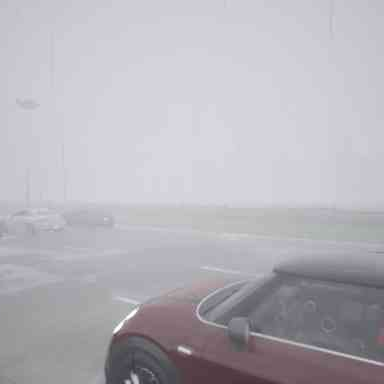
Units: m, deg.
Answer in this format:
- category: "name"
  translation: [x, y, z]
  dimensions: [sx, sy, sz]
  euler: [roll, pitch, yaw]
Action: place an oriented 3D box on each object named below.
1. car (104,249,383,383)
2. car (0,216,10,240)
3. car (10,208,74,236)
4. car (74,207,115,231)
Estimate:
- category: "car"
  translation: [1.281, 1.356, 3.078]
  dimensions: [4.553, 1.767, 2.097]
  euler: [-1, 0, 35]
- category: "car"
  translation: [-11.032, 1.687, 16.154]
  dimensions: [4.181, 1.385, 1.994]
  euler: [0, 0, 35]
- category: "car"
  translation: [-9.143, 1.649, 19.108]
  dimensions: [4.674, 1.442, 1.812]
  euler: [0, 0, 35]
- category: "car"
  translation: [-7.040, 1.687, 21.905]
  dimensions: [4.181, 1.385, 1.994]
  euler: [0, 0, 35]
